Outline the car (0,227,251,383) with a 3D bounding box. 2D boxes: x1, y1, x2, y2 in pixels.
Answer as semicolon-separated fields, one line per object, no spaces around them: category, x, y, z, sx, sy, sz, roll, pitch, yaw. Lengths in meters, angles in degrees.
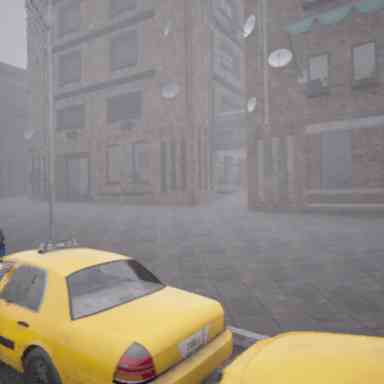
car;-2.080;1.451;4.766;5.366;1.575;1.946;0;0;35
